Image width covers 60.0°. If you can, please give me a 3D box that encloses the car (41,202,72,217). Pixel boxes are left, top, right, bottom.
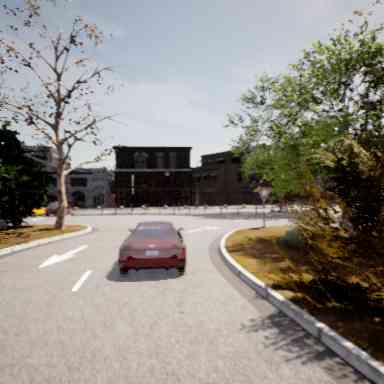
[{"bbox_3d":[-16.013,1.937,40.179,2.185,1.767,4.553,-2,0,-8],"label":"car"}]

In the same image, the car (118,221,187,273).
[{"bbox_3d":[-1.207,1.651,11.070,1.994,1.385,4.181,-1,0,-4],"label":"car"}]
